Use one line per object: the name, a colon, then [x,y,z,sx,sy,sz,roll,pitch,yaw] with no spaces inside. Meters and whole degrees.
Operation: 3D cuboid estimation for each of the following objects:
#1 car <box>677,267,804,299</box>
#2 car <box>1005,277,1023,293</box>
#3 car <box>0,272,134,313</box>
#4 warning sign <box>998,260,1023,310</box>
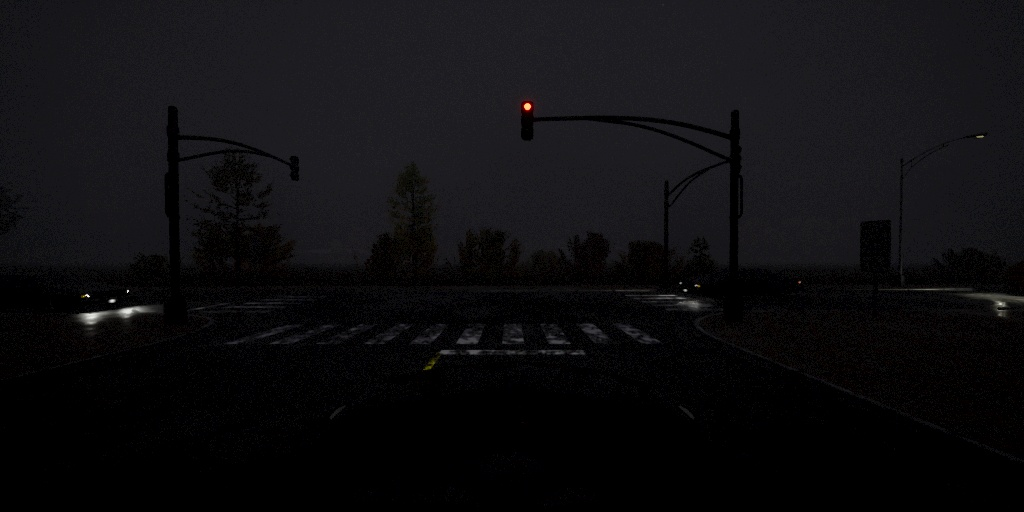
car: [10.977,1.255,17.343,5.357,1.411,2.033,0,1,-3]
car: [27.635,1.156,17.711,5.008,1.535,1.882,0,1,-1]
car: [-18.015,1.342,13.723,5.357,1.411,2.033,0,1,-1]
warning sign: [17.013,0.893,11.719,1.060,1.860,1.300,0,0,-1]
